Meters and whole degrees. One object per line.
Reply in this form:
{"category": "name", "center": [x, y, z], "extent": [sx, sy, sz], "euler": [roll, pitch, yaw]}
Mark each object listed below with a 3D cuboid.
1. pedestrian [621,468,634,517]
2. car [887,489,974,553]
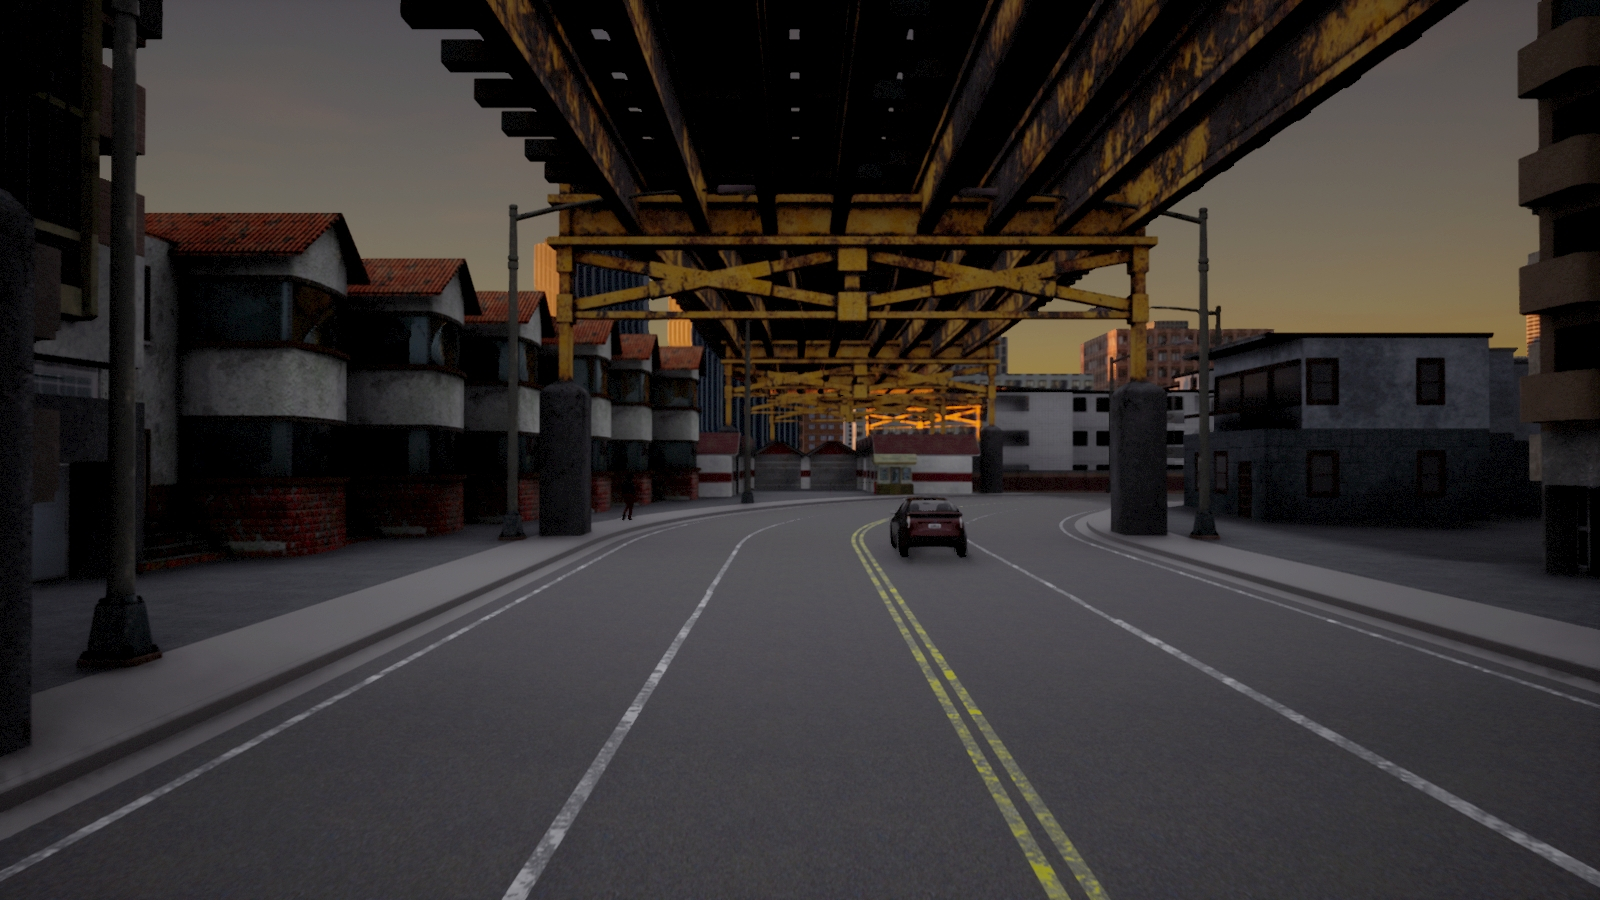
{"category": "pedestrian", "center": [-6.612, 1.608, 43.777], "extent": [0.375, 1.860, 0.375], "euler": [0, -1, 22]}
{"category": "car", "center": [3.558, 1.916, 31.907], "extent": [2.007, 1.525, 4.514], "euler": [0, 0, 1]}
